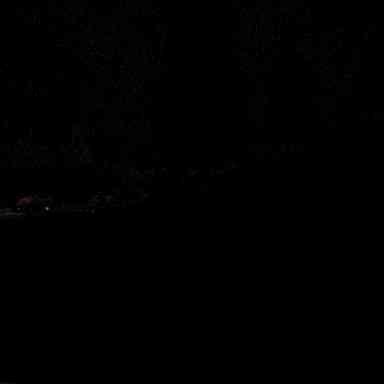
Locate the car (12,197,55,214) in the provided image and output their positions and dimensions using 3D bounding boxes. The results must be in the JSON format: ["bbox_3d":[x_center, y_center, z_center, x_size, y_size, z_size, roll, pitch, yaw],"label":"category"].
[{"bbox_3d":[-17.328,1.553,35.989,1.994,1.385,4.181,0,0,13],"label":"car"}]

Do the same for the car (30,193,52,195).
[{"bbox_3d":[-21.867,1.210,47.173,2.150,2.045,5.566,0,0,14],"label":"car"}]

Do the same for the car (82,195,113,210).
[{"bbox_3d":[-12.190,1.517,42.512,1.812,1.442,4.674,0,0,13],"label":"car"}]

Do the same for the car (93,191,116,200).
[{"bbox_3d":[-13.696,0.830,51.148,2.150,2.045,5.566,0,0,13],"label":"car"}]

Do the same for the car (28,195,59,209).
[{"bbox_3d":[-19.200,1.514,43.291,1.812,1.442,4.674,0,0,13],"label":"car"}]
